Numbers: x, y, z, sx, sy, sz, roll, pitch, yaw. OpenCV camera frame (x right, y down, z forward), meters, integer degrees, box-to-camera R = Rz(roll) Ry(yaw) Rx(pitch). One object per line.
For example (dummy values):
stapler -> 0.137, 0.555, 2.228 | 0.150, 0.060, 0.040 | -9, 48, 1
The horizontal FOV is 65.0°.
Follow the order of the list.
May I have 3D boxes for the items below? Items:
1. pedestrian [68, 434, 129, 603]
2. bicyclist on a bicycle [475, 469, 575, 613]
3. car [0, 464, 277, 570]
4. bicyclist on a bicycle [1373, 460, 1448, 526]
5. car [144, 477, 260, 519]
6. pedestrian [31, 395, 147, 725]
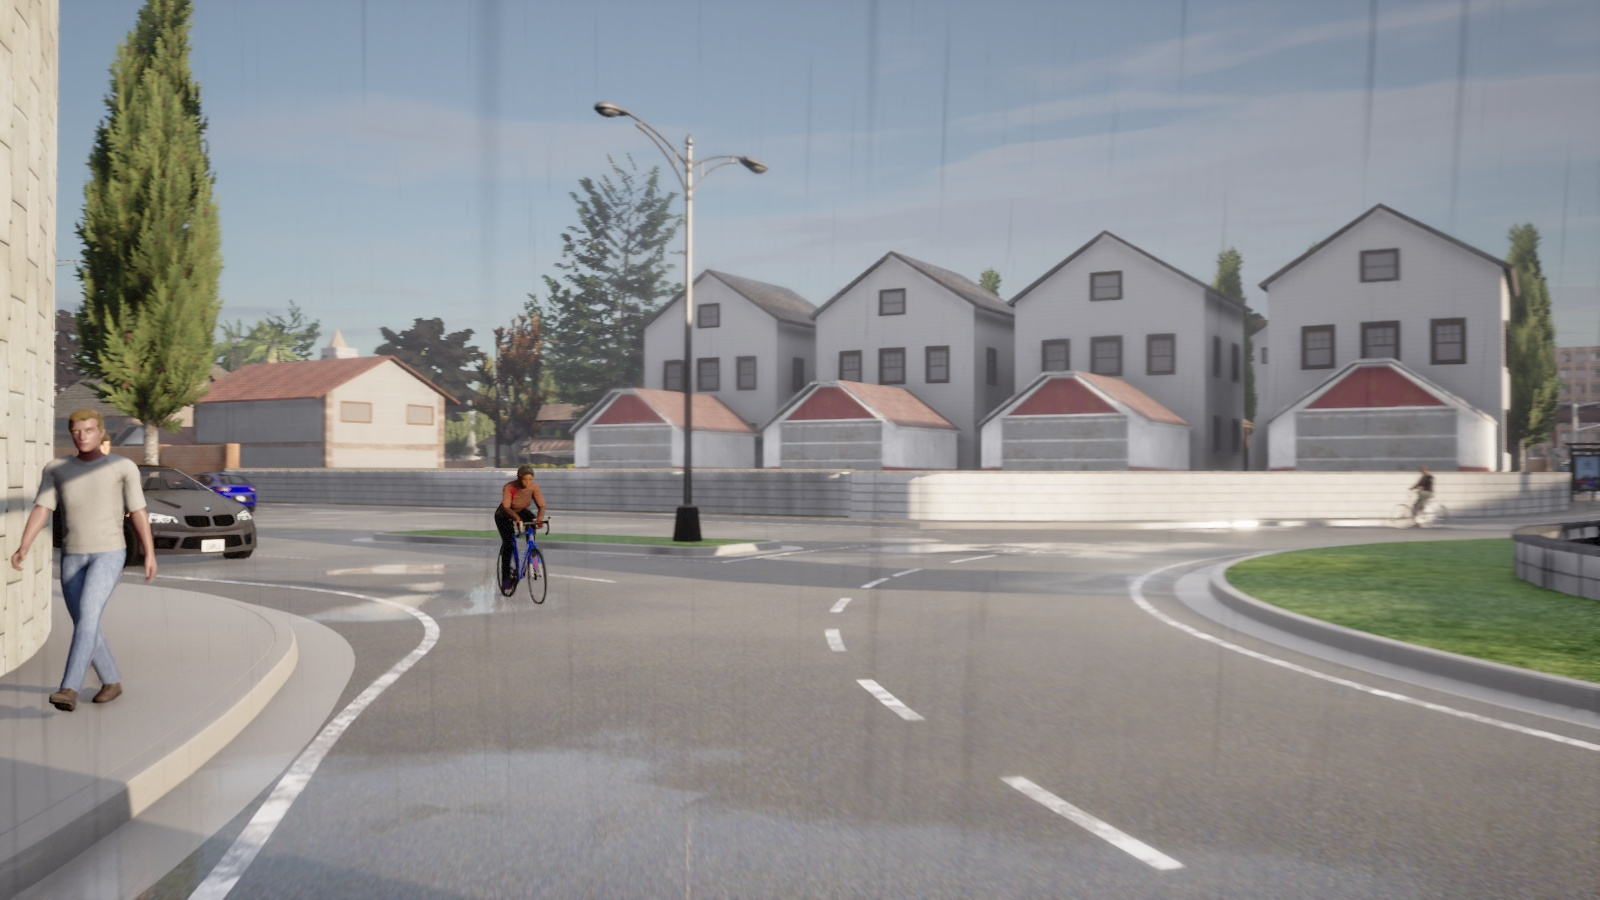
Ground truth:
pedestrian -> -7.810, 0.749, 13.979 | 0.594, 1.836, 0.345 | -1, -1, 32
bicyclist on a bicycle -> -3.319, 1.039, 15.049 | 0.582, 1.620, 1.656 | -1, 0, -33
car -> -11.527, 1.091, 21.810 | 4.611, 1.667, 2.242 | -1, -1, 32
bicyclist on a bicycle -> 16.694, 1.166, 34.331 | 1.843, 1.776, 0.659 | 0, -1, -16
car -> -21.820, 1.721, 45.774 | 4.193, 1.474, 1.816 | -1, -1, 32
pedestrian -> -4.161, 0.618, 7.382 | 0.354, 1.836, 0.706 | 0, -1, -8
